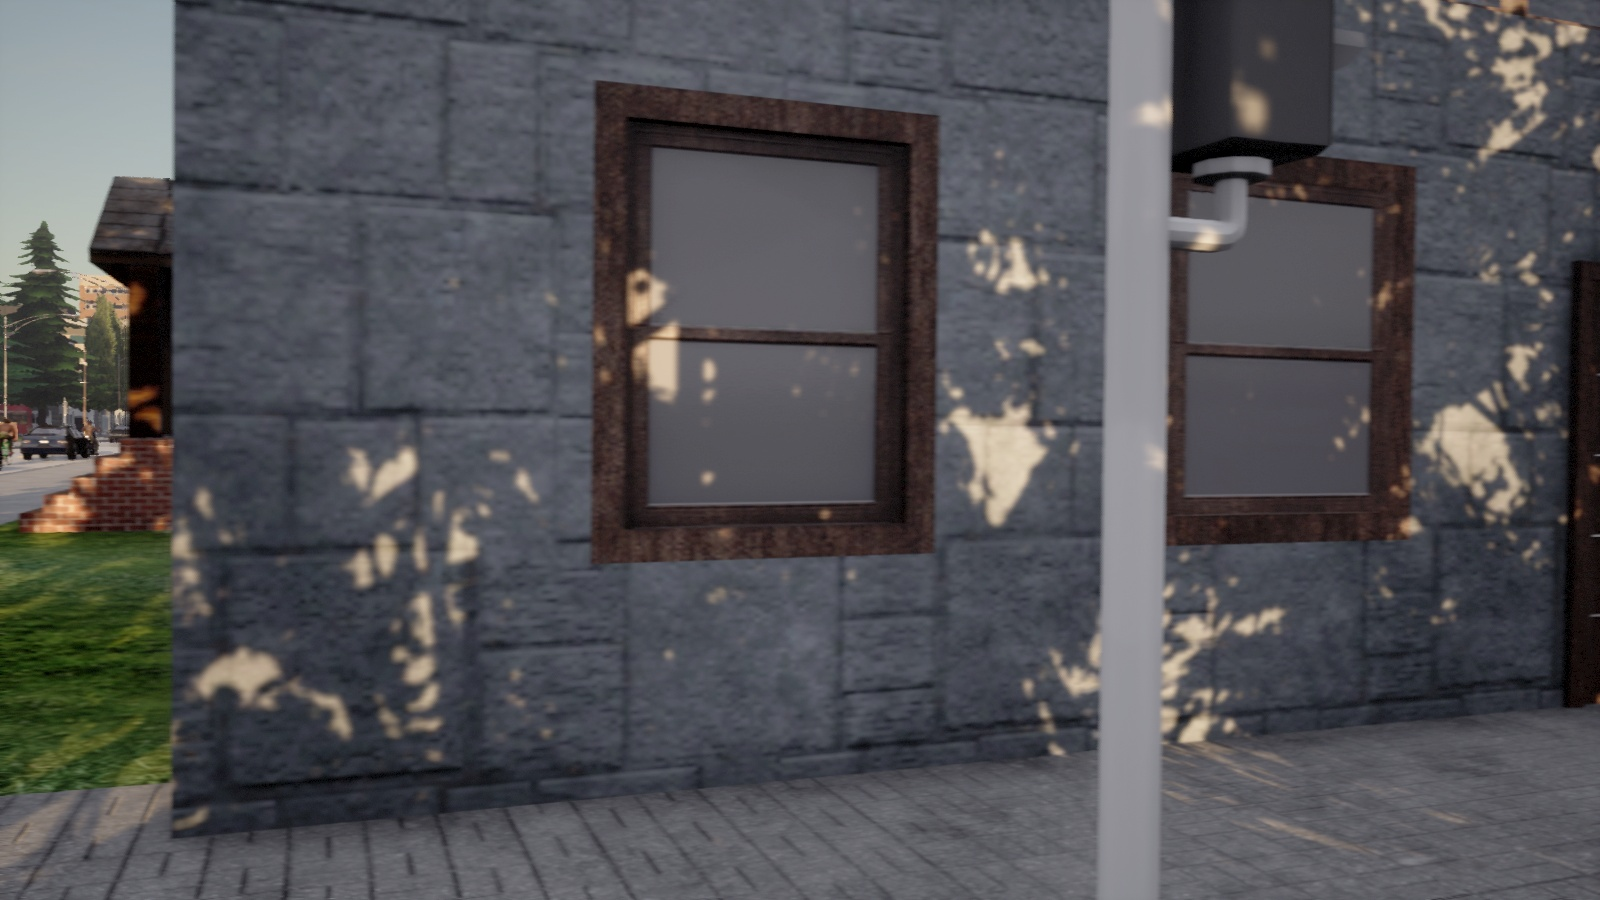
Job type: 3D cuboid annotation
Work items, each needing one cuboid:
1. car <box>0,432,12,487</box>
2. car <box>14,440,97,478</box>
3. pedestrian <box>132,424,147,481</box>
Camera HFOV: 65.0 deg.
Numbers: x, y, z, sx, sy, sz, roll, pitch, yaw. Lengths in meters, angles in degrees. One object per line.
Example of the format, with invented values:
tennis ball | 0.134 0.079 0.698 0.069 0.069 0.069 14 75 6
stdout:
car | -24.790 0.315 36.541 2.242 1.667 4.611 -1 1 -21
car | -30.485 0.337 51.571 2.033 1.411 5.357 -1 1 -21
pedestrian | -21.510 0.075 40.902 0.345 1.836 0.594 -1 1 -20
